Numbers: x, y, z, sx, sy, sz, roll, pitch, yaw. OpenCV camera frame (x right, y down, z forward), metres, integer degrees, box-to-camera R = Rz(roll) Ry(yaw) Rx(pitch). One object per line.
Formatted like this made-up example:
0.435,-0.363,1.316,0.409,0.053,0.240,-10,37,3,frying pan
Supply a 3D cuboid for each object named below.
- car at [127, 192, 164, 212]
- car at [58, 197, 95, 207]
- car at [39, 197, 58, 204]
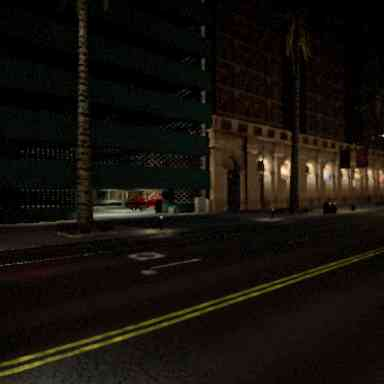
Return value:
-4.605,1.085,37.734,5.566,2.045,2.435,0,0,-42,car
-17.508,1.611,51.012,4.718,1.301,1.895,0,0,-42,car
-24.901,1.614,59.962,4.786,1.482,2.161,0,0,-42,car
